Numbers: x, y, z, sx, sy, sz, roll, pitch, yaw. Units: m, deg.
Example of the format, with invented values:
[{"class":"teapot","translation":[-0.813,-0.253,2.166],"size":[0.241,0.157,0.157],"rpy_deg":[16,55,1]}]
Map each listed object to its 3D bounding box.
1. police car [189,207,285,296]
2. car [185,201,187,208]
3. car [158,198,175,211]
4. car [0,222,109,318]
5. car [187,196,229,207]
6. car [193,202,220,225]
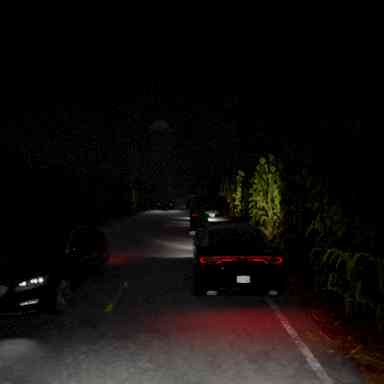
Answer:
[{"class":"police car","translation":[0.961,1.425,8.798],"size":[1.930,1.638,5.238],"rpy_deg":[0,0,0]},{"class":"car","translation":[0.025,1.547,46.780],"size":[2.033,1.411,5.357],"rpy_deg":[0,0,1]},{"class":"car","translation":[-3.191,1.477,41.741],"size":[1.882,1.535,5.008],"rpy_deg":[0,0,0]},{"class":"car","translation":[-3.299,1.491,7.668],"size":[2.128,1.511,4.902],"rpy_deg":[0,0,0]},{"class":"car","translation":[0.964,1.221,18.718],"size":[2.150,2.045,5.566],"rpy_deg":[0,0,0]},{"class":"car","translation":[0.965,1.526,24.688],"size":[1.812,1.442,4.674],"rpy_deg":[0,0,0]}]
